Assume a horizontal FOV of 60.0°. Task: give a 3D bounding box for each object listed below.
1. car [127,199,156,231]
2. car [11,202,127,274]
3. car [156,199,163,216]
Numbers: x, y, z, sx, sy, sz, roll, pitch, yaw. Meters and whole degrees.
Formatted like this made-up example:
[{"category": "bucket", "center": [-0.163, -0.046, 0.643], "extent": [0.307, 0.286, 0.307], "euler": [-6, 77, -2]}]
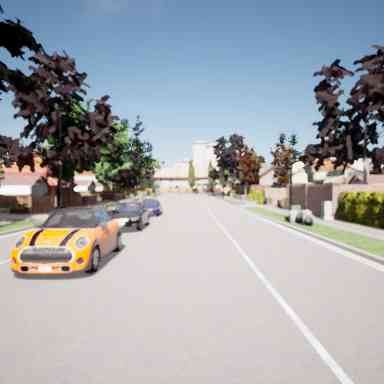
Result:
[{"category": "car", "center": [-3.638, 1.357, 19.651], "extent": [2.128, 1.511, 4.902], "euler": [0, 0, 0]}, {"category": "car", "center": [-3.621, 1.281, 10.401], "extent": [2.097, 1.767, 4.553], "euler": [0, 0, 0]}, {"category": "car", "center": [-3.643, 1.323, 29.492], "extent": [1.812, 1.442, 4.674], "euler": [0, 0, 0]}]
